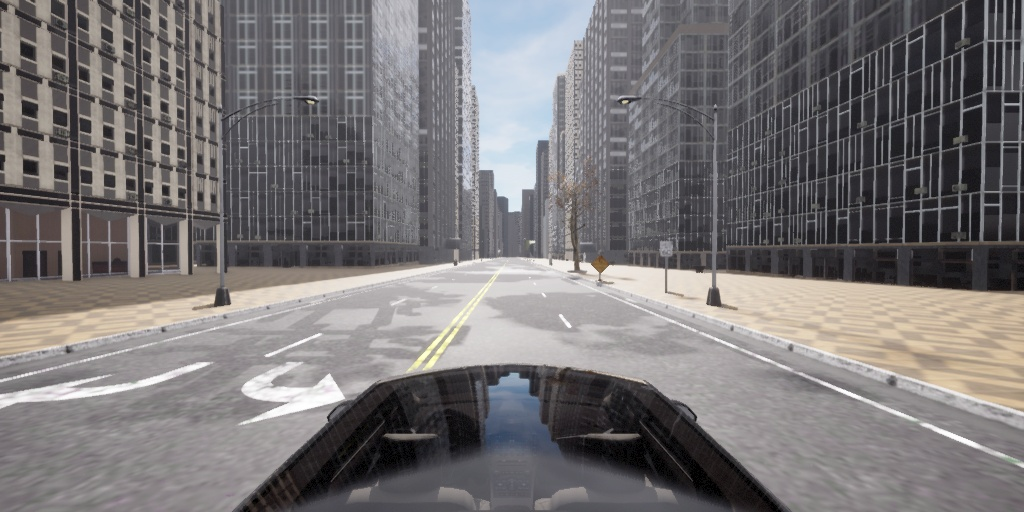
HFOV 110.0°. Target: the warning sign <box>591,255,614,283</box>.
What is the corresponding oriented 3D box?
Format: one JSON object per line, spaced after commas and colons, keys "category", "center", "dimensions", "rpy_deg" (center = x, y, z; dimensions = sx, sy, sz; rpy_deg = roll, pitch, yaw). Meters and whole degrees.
{"category": "warning sign", "center": [6.100, 0.856, 24.875], "dimensions": [1.300, 1.860, 1.060], "rpy_deg": [0, 0, 0]}
